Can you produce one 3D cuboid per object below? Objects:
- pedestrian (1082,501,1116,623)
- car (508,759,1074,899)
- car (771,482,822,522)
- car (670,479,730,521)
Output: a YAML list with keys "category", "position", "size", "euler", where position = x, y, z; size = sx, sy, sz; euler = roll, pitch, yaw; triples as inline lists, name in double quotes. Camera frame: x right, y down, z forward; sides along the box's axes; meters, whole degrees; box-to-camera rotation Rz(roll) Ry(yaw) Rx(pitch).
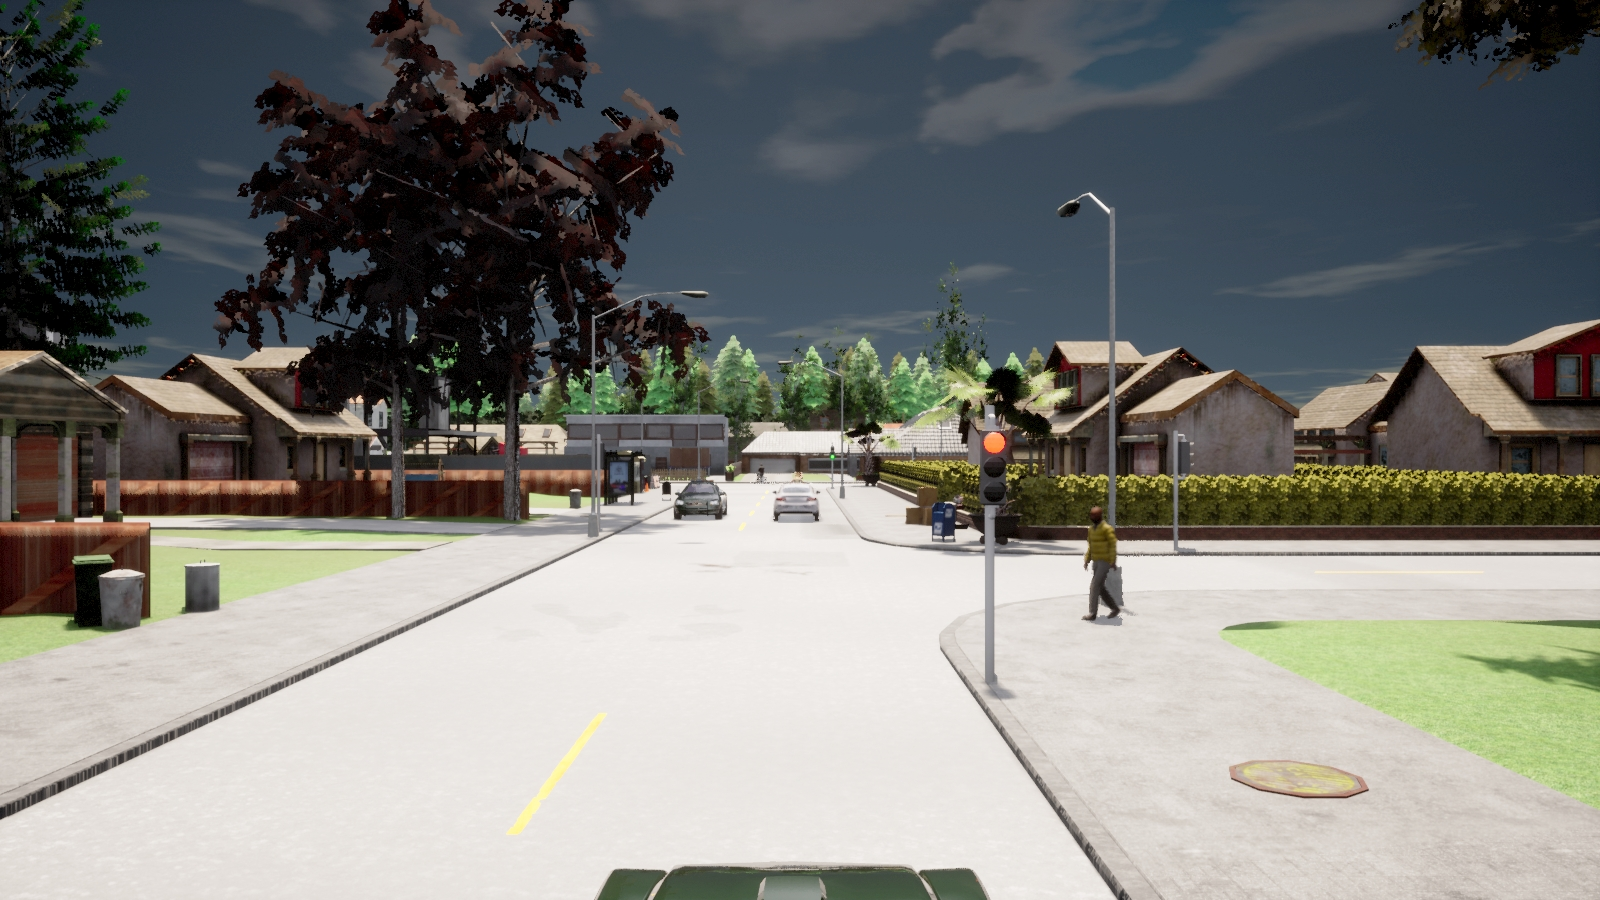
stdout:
- category: "pedestrian"
  position: [4.694, 1.743, 17.940]
  size: [0.375, 1.860, 0.375]
  euler: [0, 0, -21]
- category: "car"
  position: [-0.028, 2.155, 3.193]
  size: [1.895, 1.301, 4.718]
  euler: [0, 0, 0]
- category: "car"
  position: [-0.143, 2.082, 46.990]
  size: [2.002, 1.442, 4.674]
  euler: [0, 0, 0]
- category: "car"
  position: [-4.107, 2.038, 47.608]
  size: [2.038, 1.542, 4.974]
  euler: [0, 0, 0]
